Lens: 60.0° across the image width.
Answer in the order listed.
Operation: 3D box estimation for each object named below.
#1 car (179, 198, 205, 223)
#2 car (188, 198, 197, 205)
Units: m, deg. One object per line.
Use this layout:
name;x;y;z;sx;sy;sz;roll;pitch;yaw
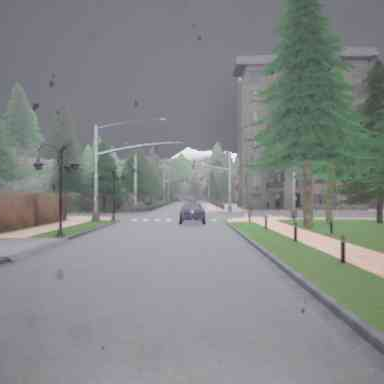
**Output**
car;0.032;1.655;28.311;2.097;1.767;4.553;0;-1;0
car;0.052;2.210;77.996;2.097;1.767;4.553;0;-1;0
